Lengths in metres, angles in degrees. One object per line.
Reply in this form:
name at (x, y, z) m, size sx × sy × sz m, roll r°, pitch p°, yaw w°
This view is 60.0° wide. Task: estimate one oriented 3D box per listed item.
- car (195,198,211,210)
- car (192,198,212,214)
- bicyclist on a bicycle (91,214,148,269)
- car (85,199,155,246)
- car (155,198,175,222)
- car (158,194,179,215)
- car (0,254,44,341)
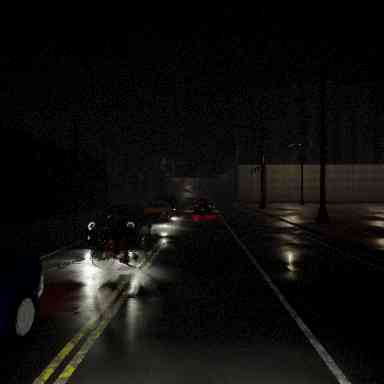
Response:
car at (1.433, 1.547, 44.671) m, size 2.033 × 1.411 × 5.357 m, roll 0°, pitch 0°, yaw 2°
car at (1.129, 1.526, 34.729) m, size 1.812 × 1.442 × 4.674 m, roll 0°, pitch 0°, yaw 1°
bicyclist on a bicycle at (-2.123, 1.455, 9.635) m, size 1.656 × 1.620 × 0.582 m, roll -2°, pitch 0°, yaw 2°
car at (-3.175, 1.353, 15.128) m, size 2.097 × 1.767 × 4.553 m, roll 0°, pitch 0°, yaw 2°
car at (-2.722, 1.478, 26.607) m, size 1.882 × 1.535 × 5.008 m, roll 0°, pitch 0°, yaw 2°
car at (-2.539, 1.221, 33.953) m, size 2.150 × 2.045 × 5.566 m, roll 0°, pitch 0°, yaw 0°
car at (-3.531, 1.478, 3.684) m, size 1.882 × 1.535 × 5.008 m, roll 0°, pitch 0°, yaw 2°
